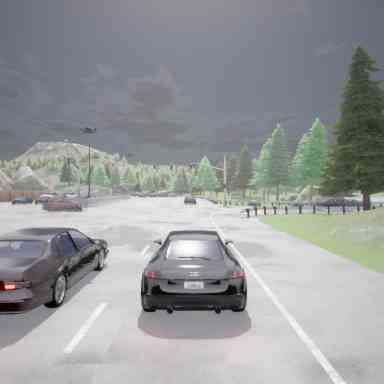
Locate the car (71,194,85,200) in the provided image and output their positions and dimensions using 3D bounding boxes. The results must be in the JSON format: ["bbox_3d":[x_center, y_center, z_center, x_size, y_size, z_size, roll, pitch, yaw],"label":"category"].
[{"bbox_3d":[-28.905,1.222,84.573,2.128,1.511,4.902,0,0,-3],"label":"car"}]

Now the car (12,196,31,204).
[{"bbox_3d":[-28.552,1.387,56.132,1.994,1.385,4.181,0,0,0],"label":"car"}]

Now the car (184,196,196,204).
[{"bbox_3d":[-0.330,1.370,60.046,1.994,1.385,4.181,0,0,-2],"label":"car"}]

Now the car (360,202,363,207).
[{"bbox_3d":[18.624,1.456,40.712,4.181,1.385,1.994,0,0,9],"label":"car"}]

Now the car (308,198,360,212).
[{"bbox_3d":[15.683,1.398,37.566,4.902,1.511,2.128,0,0,7],"label":"car"}]

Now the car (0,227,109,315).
[{"bbox_3d":[-3.464,1.547,7.846,2.033,1.411,5.357,0,0,0],"label":"car"}]

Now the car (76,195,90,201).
[{"bbox_3d":[-25.196,1.325,77.092,1.895,1.301,4.718,0,0,-1],"label":"car"}]

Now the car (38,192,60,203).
[{"bbox_3d":[-28.594,1.001,66.662,2.150,2.045,5.566,0,0,-1],"label":"car"}]

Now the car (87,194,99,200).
[{"bbox_3d":[-25.507,1.244,85.830,1.994,1.385,4.181,0,0,-3],"label":"car"}]

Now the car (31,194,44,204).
[{"bbox_3d":[-25.062,1.385,56.613,1.994,1.385,4.181,0,0,0],"label":"car"}]

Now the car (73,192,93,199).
[{"bbox_3d":[-21.592,1.276,64.869,2.128,1.511,4.902,0,0,0],"label":"car"}]

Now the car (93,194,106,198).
[{"bbox_3d":[-21.674,1.265,74.875,2.128,1.511,4.902,0,0,-1],"label":"car"}]

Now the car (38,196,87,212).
[{"bbox_3d":[-14.190,1.478,36.707,4.181,1.385,1.994,0,0,-8],"label":"car"}]

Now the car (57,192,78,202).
[{"bbox_3d":[-25.100,0.998,67.323,2.150,2.045,5.566,0,0,-1],"label":"car"}]

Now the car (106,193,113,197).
[{"bbox_3d":[-22.148,1.207,87.605,1.812,1.442,4.674,0,0,-3],"label":"car"}]

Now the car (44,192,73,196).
[{"bbox_3d":[-21.552,1.185,53.883,2.097,1.767,4.553,0,0,0],"label":"car"}]

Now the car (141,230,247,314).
[{"bbox_3d":[0.035,1.563,7.694,1.994,1.385,4.181,0,0,0],"label":"car"}]
